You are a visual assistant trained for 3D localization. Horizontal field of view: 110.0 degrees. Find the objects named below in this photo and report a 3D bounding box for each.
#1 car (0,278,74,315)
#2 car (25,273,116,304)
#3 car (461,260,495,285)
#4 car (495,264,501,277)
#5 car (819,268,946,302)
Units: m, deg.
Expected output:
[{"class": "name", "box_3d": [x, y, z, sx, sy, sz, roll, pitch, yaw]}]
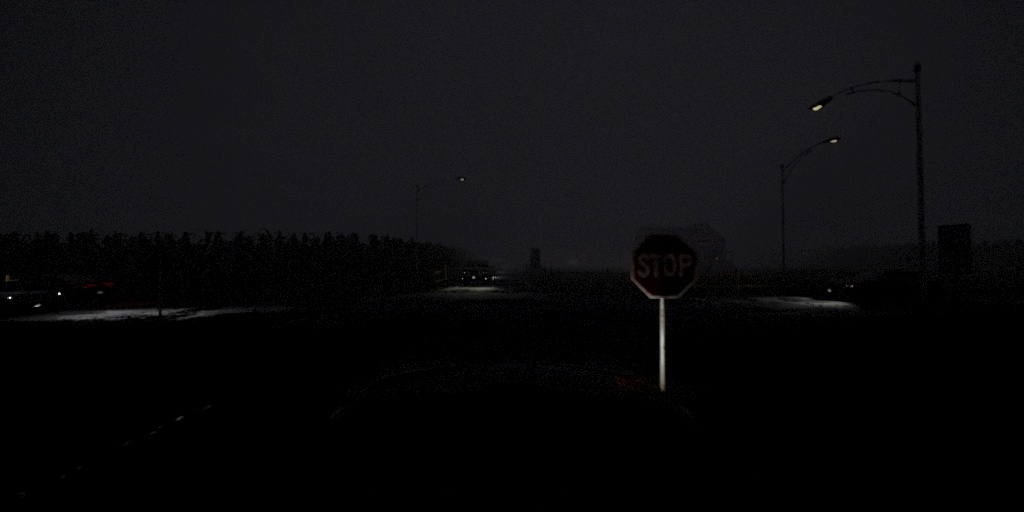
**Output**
[{"class": "car", "box_3d": [-20.917, 1.671, 14.177, 4.718, 1.301, 1.895, -1, -1, 1]}, {"class": "car", "box_3d": [-22.093, 1.604, 17.144, 5.008, 1.535, 1.882, -1, -1, 1]}, {"class": "car", "box_3d": [-2.892, 1.317, 30.149, 2.150, 2.045, 5.566, 0, -1, 1]}, {"class": "car", "box_3d": [-2.879, 1.837, 45.189, 2.033, 1.411, 5.357, 0, -1, 0]}, {"class": "car", "box_3d": [16.973, 1.295, 16.516, 4.674, 1.442, 1.812, -1, -1, 1]}]
